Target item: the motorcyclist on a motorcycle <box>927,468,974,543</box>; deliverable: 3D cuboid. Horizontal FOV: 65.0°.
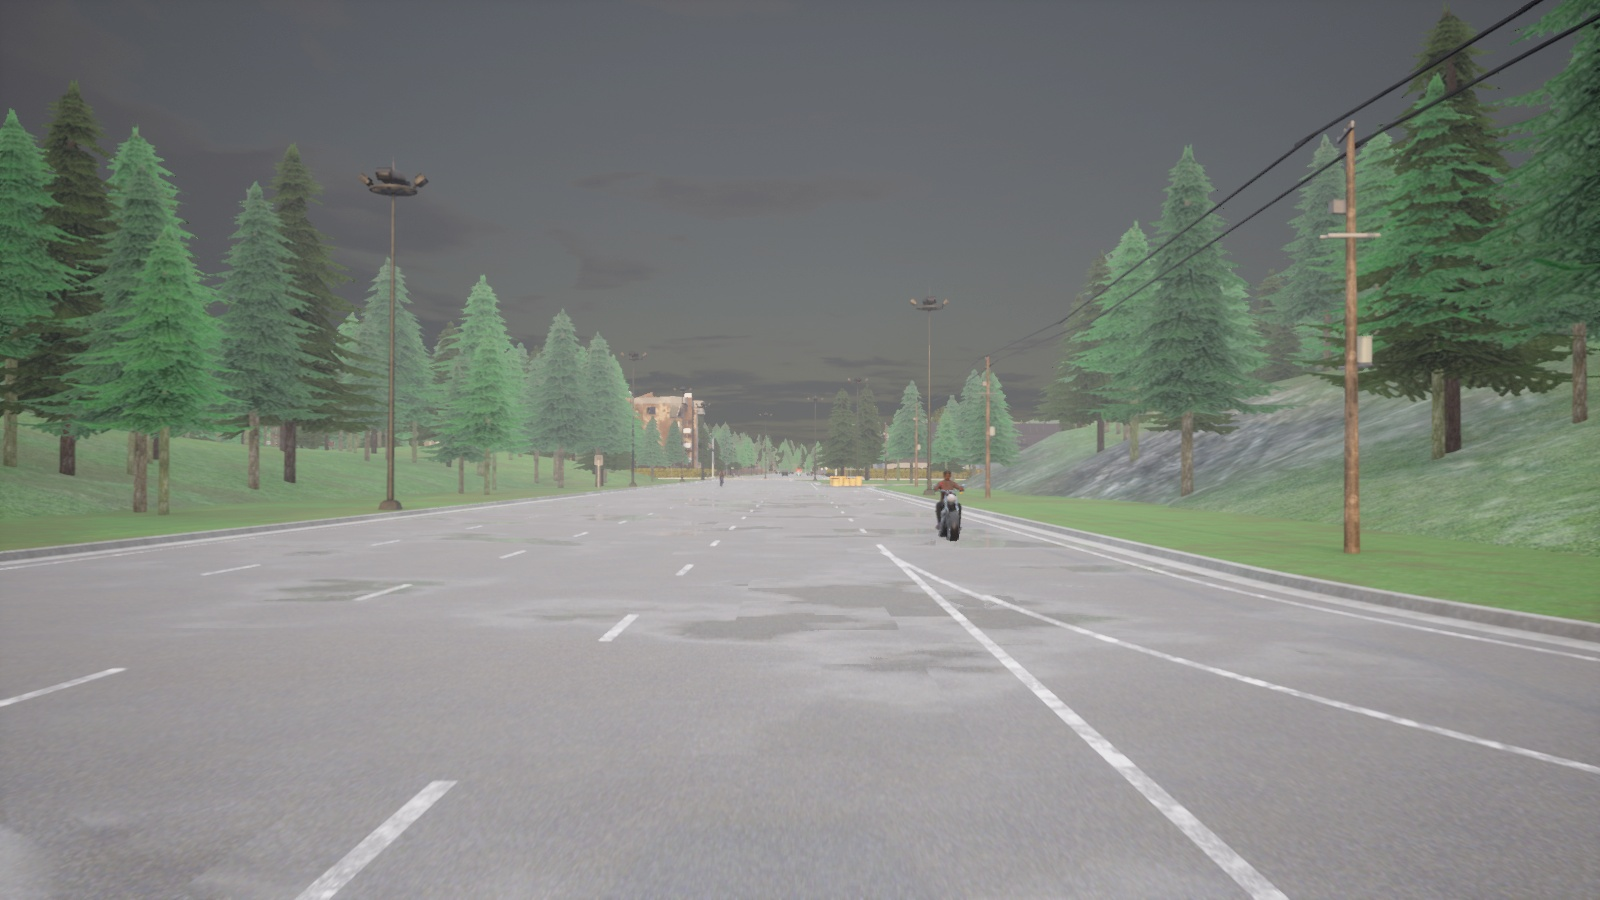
[{"bbox_3d":[3.430,1.234,28.815,0.766,1.649,2.350,0,-1,0],"label":"motorcyclist on a motorcycle"}]
